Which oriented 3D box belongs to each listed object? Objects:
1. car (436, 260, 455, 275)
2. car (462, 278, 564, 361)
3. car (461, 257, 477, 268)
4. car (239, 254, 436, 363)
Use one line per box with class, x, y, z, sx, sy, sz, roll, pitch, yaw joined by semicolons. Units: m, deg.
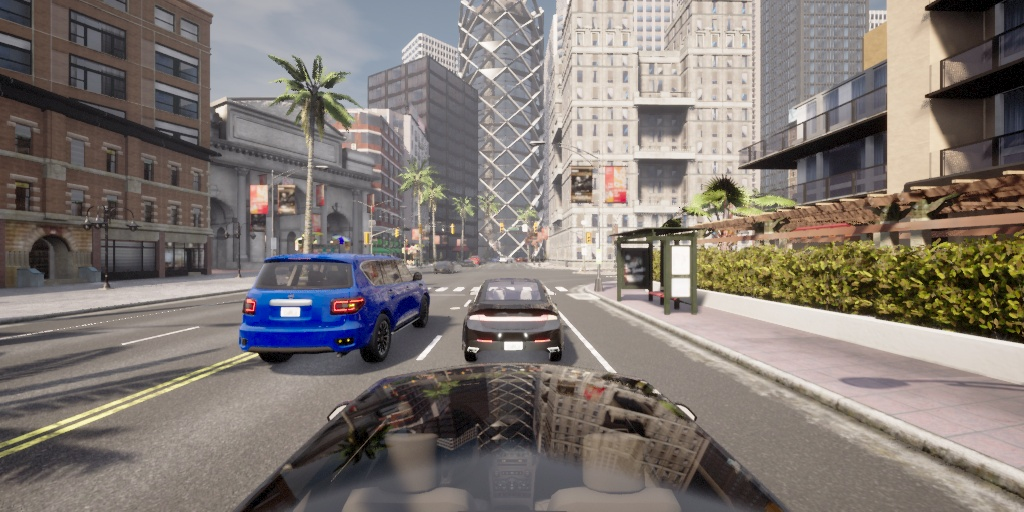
car;-7.496;1.255;39.944;1.837;1.490;4.892;0;0;-1
car;0.013;1.242;8.228;2.128;1.511;4.902;0;0;0
car;-7.711;1.313;62.359;1.994;1.385;4.181;0;0;0
car;-3.489;0.971;8.313;2.150;2.045;5.566;0;0;0
